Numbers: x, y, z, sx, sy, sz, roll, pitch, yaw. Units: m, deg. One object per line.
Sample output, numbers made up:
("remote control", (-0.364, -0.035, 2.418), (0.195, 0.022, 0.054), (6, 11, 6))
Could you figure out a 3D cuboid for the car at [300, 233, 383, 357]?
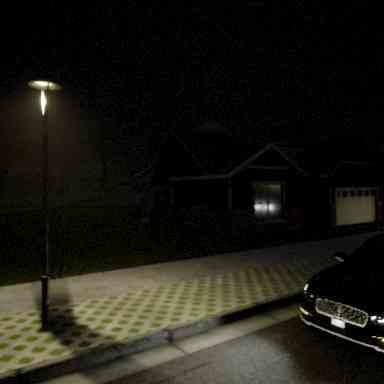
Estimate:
("car", (3.937, 1.495, 5.844), (4.892, 1.490, 1.837), (0, 0, -35))
